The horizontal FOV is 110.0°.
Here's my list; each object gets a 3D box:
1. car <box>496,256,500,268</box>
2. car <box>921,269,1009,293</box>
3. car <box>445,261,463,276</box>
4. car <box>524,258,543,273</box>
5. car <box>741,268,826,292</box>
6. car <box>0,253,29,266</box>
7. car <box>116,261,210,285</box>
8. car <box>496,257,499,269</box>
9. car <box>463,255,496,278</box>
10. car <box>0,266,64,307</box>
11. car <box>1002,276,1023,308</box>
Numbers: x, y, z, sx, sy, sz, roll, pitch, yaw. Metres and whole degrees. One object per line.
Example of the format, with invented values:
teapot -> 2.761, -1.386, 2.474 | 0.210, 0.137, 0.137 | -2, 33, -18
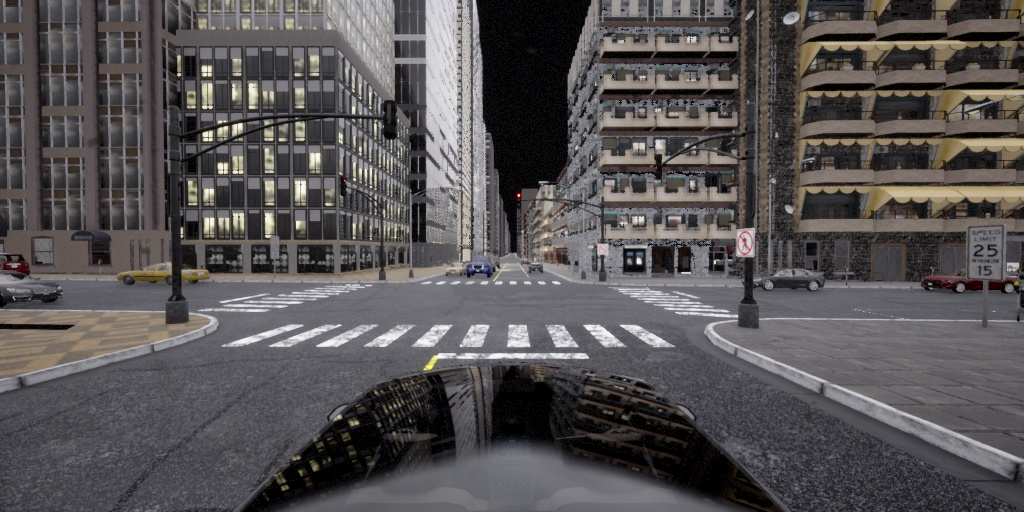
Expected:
car -> -2.990, 0.957, 56.383 | 2.150, 2.045, 5.566 | 0, 0, 0
car -> 27.409, 1.462, 21.548 | 4.507, 1.381, 1.888 | 0, 0, 1
car -> -5.629, 1.266, 36.409 | 1.751, 1.417, 4.829 | 0, 0, 0
car -> 2.762, 1.290, 42.219 | 2.007, 1.370, 4.403 | 0, 0, 0
car -> 16.344, 1.376, 21.723 | 4.403, 1.370, 2.007 | 0, 0, 1
car -> -33.577, 0.713, 22.516 | 5.009, 1.841, 2.192 | 0, 0, 1
car -> -21.631, 1.030, 22.290 | 4.829, 1.417, 1.751 | 0, 0, 1
car -> -3.016, 1.217, 45.230 | 1.882, 1.535, 5.008 | 0, 0, 0
car -> -3.042, 0.963, 34.710 | 2.150, 2.045, 5.566 | 0, 0, 0
car -> -20.265, 1.204, 13.954 | 4.403, 1.370, 2.007 | 0, 0, 1
car -> 21.736, 1.576, 13.257 | 4.313, 1.339, 1.948 | 0, 0, 1
